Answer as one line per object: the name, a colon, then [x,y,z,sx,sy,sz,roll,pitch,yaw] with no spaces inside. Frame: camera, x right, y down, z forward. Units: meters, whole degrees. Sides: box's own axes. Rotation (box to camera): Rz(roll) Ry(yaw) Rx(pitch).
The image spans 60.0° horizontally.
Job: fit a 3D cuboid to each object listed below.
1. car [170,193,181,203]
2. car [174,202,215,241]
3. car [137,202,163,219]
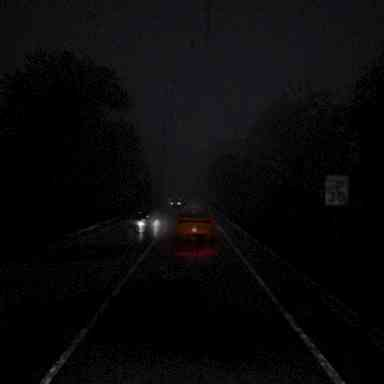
car: [-3.457,1.146,70.324,2.150,2.045,5.566,0,0,0]
car: [0.108,1.525,17.173,1.882,1.535,5.008,0,0,0]
car: [-3.582,1.592,29.554,2.033,1.411,5.357,0,0,0]
